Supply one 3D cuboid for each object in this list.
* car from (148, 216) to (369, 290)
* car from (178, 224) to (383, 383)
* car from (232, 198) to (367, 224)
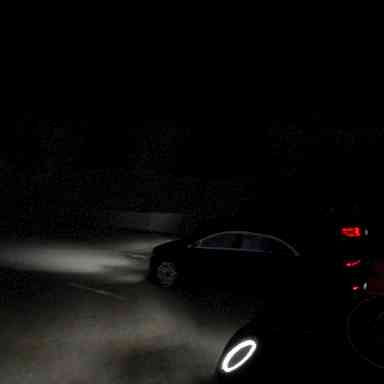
[{"bbox_3d":[1.173,1.491,7.453,4.902,1.511,2.128,0,0,35],"label":"car"},{"bbox_3d":[2.368,1.354,2.303,4.553,1.767,2.097,0,0,35],"label":"car"},{"bbox_3d":[2.624,1.219,10.717,5.566,2.045,2.150,0,0,35],"label":"car"}]
